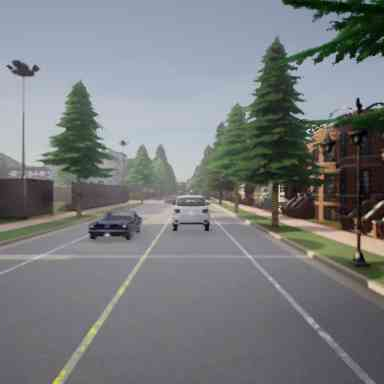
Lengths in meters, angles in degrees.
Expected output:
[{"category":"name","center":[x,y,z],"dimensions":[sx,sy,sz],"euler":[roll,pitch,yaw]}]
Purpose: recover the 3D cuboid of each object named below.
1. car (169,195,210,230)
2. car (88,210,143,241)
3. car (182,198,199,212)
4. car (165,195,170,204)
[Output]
[{"category":"car","center":[-0.050,1.226,21.012],"dimensions":[2.150,2.045,5.566],"euler":[0,0,0]},{"category":"car","center":[-3.722,1.596,16.811],"dimensions":[1.895,1.301,4.718],"euler":[0,0,0]},{"category":"car","center":[-0.177,1.534,39.634],"dimensions":[1.812,1.442,4.674],"euler":[0,0,0]},{"category":"car","center":[-3.931,1.369,62.774],"dimensions":[2.097,1.767,4.553],"euler":[0,0,0]}]
